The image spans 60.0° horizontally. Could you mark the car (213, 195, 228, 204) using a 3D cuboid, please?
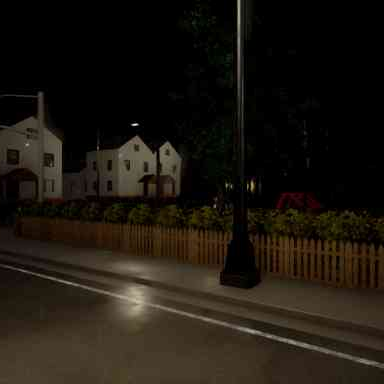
[{"bbox_3d":[4.677,1.353,59.012,2.097,1.767,4.553,0,0,35],"label":"car"}]

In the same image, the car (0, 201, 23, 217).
[{"bbox_3d":[-16.590,1.492,28.464,2.128,1.511,4.902,0,0,35],"label":"car"}]
